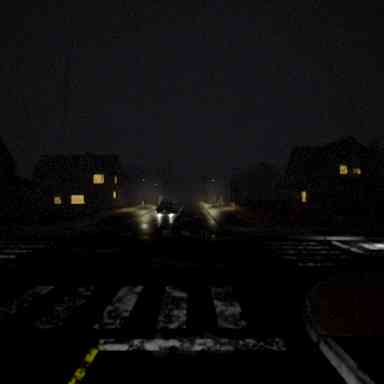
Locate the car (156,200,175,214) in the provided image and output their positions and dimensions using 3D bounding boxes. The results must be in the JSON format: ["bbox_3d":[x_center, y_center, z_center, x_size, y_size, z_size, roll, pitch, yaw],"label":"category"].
[{"bbox_3d":[-2.853,1.598,36.941,2.033,1.411,5.357,0,0,0],"label":"car"}]
